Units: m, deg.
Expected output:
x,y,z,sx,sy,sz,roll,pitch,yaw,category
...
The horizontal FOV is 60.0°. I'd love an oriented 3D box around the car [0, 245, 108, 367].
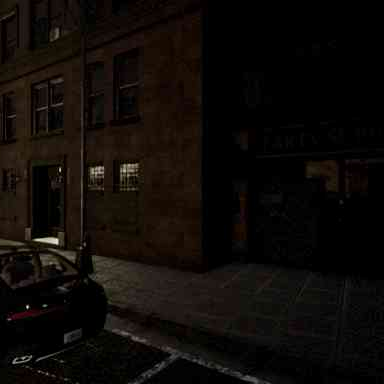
x,y,z,sx,sy,sz,roll,pitch,yaw,category
-3.248,1.551,5.410,4.403,1.369,2.008,0,0,36,car
